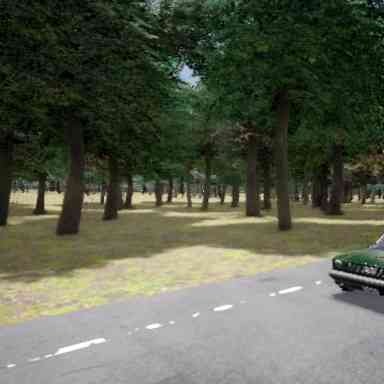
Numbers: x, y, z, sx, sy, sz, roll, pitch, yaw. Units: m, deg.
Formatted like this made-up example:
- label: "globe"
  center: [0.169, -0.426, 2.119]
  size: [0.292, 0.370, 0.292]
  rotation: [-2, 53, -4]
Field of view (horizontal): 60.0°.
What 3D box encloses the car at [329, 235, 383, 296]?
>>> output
- label: "car"
  center: [5.273, 1.604, 7.751]
  size: [4.718, 1.301, 1.895]
  rotation: [0, 0, -35]
